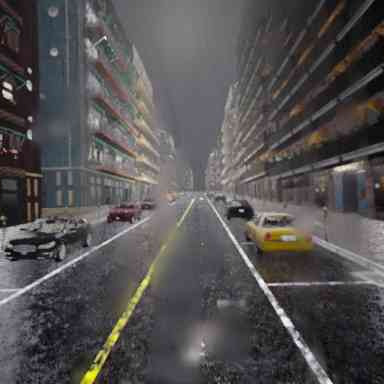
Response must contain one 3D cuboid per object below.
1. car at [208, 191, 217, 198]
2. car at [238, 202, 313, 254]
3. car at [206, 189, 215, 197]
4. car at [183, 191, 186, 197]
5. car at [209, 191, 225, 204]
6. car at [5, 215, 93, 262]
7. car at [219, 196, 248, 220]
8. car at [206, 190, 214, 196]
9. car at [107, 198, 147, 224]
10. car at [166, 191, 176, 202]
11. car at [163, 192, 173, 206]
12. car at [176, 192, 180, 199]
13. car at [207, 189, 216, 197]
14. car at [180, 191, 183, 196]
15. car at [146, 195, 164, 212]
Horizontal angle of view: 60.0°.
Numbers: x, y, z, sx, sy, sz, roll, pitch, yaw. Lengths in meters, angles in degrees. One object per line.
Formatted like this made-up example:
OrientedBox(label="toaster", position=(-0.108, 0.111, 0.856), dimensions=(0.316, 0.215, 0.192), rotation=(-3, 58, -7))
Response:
OrientedBox(label="car", position=(4.514, 0.553, 74.192), dimensions=(1.802, 1.307, 4.206), rotation=(0, 1, 2))
OrientedBox(label="car", position=(2.920, 1.287, 12.080), dimensions=(1.752, 1.417, 4.829), rotation=(0, 1, 2))
OrientedBox(label="car", position=(4.368, 0.606, 68.532), dimensions=(1.947, 1.339, 4.313), rotation=(0, 1, 2))
OrientedBox(label="car", position=(-2.927, 0.534, 91.217), dimensions=(1.752, 1.417, 4.829), rotation=(0, 1, 2))
OrientedBox(label="car", position=(3.787, 0.876, 45.882), dimensions=(2.008, 1.369, 4.403), rotation=(0, 1, 2))
OrientedBox(label="car", position=(-4.958, 1.553, 12.121), dimensions=(2.008, 1.369, 4.403), rotation=(0, 1, 2))
OrientedBox(label="car", position=(3.206, 1.182, 23.236), dimensions=(1.947, 1.339, 4.313), rotation=(0, 1, 2))
OrientedBox(label="car", position=(4.950, 0.208, 91.175), dimensions=(1.967, 1.590, 4.097), rotation=(0, 1, 2))
OrientedBox(label="car", position=(-4.667, 1.400, 23.446), dimensions=(1.887, 1.381, 4.507), rotation=(0, 1, 2))
OrientedBox(label="car", position=(-3.945, 1.020, 51.585), dimensions=(1.752, 1.417, 4.829), rotation=(0, 1, 2))
OrientedBox(label="car", position=(-4.090, 1.091, 45.923), dimensions=(1.752, 1.417, 4.829), rotation=(0, 1, 2))
OrientedBox(label="car", position=(-3.794, 0.736, 57.415), dimensions=(2.192, 1.841, 5.009), rotation=(0, 1, 2))
OrientedBox(label="car", position=(4.659, 0.217, 79.852), dimensions=(2.192, 1.841, 5.009), rotation=(0, 1, 2))
OrientedBox(label="car", position=(-3.504, 0.830, 68.742), dimensions=(2.008, 1.369, 4.403), rotation=(0, 1, 2))
OrientedBox(label="car", position=(-4.377, 1.253, 34.771), dimensions=(1.887, 1.381, 4.507), rotation=(0, 1, 2))
